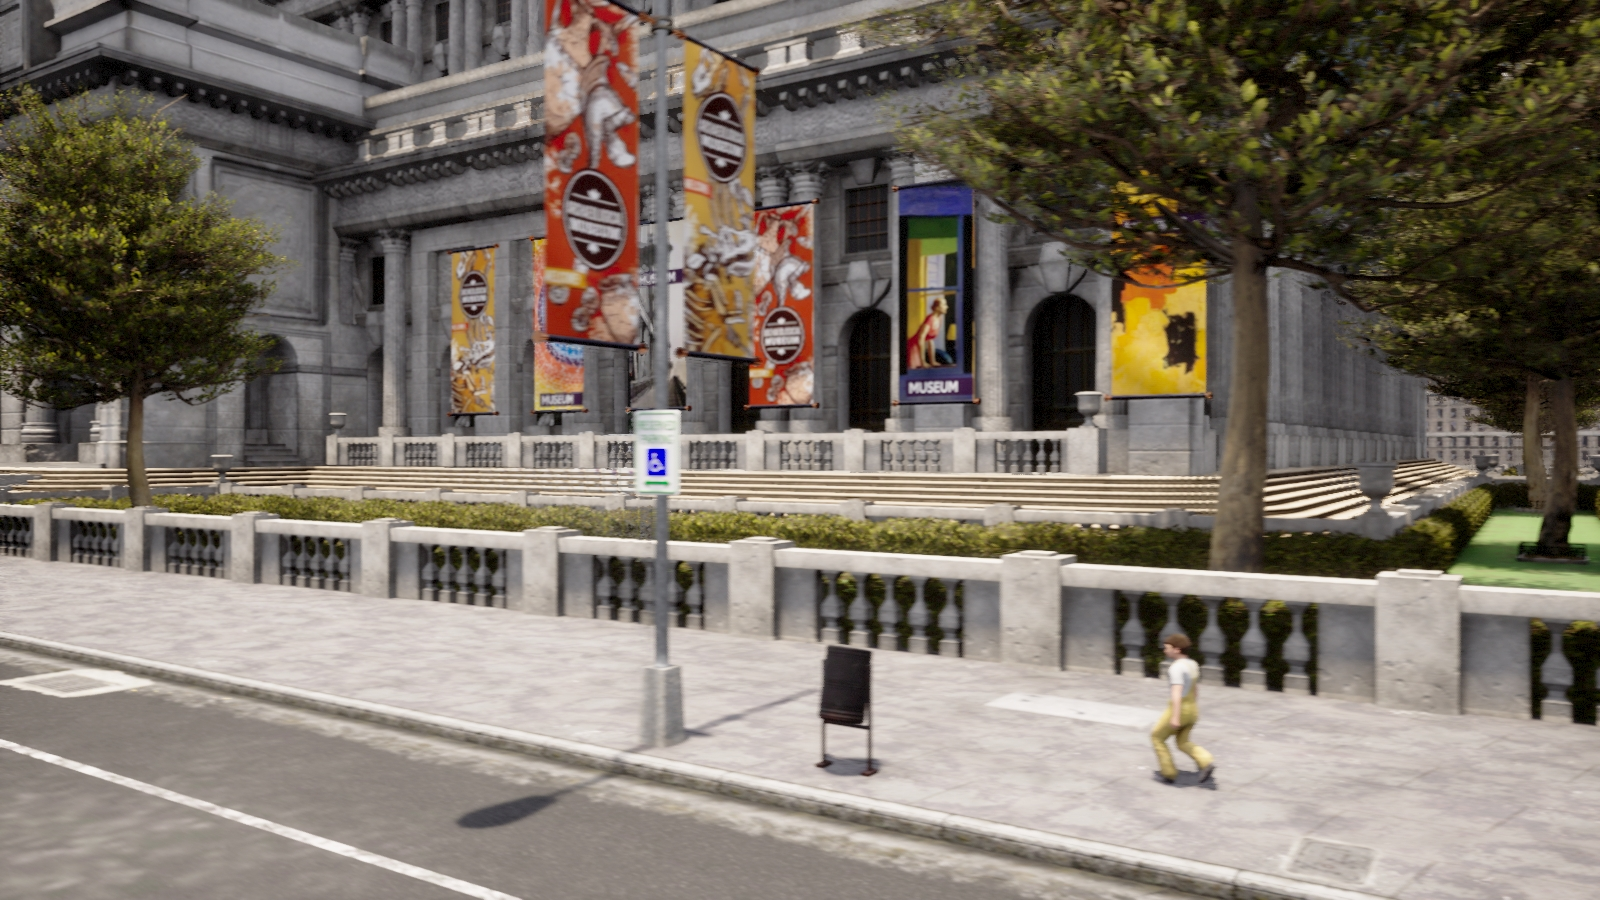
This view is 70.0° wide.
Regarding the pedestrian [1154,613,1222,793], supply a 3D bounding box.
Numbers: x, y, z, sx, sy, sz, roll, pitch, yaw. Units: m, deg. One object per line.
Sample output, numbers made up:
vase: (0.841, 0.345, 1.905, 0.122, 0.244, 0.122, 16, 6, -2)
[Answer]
pedestrian: (3.057, 1.975, 9.004, 0.375, 1.300, 0.375, 0, 0, -43)
